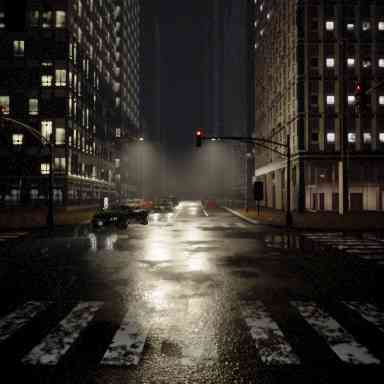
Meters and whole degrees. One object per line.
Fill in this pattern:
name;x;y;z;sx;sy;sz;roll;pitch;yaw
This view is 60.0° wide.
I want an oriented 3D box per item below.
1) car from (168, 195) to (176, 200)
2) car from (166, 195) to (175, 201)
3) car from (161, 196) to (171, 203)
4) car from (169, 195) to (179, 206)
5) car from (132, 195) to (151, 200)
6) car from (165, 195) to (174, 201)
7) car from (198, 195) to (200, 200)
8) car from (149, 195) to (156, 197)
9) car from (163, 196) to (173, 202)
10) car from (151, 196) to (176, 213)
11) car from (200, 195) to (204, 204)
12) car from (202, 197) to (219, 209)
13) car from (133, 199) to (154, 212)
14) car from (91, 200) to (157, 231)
car;-5.727;1.605;95.144;1.947;1.339;4.313;1;0;0
car;-5.723;1.587;89.569;2.008;1.369;4.403;1;0;0
car;-5.714;1.573;72.843;1.887;1.381;4.507;1;0;0
car;-3.109;1.498;54.161;1.882;1.535;5.008;0;0;0
car;-5.691;1.453;33.818;1.967;1.590;4.097;1;0;0
car;-5.720;1.578;83.994;1.887;1.381;4.507;1;0;0
car;2.672;1.590;61.767;1.947;1.339;4.313;1;0;0
car;-5.695;1.332;44.968;2.192;1.841;5.009;1;0;0
car;-5.717;1.582;78.419;2.008;1.369;4.403;1;0;0
car;-3.117;1.519;37.152;1.837;1.490;4.892;0;0;0
car;2.676;1.547;56.360;1.752;1.417;4.829;1;0;0
car;2.680;1.599;45.034;1.802;1.307;4.206;1;0;0
car;-5.697;1.597;39.393;1.802;1.307;4.206;1;0;0
car;-4.358;1.500;20.923;2.128;1.511;4.902;0;0;18
